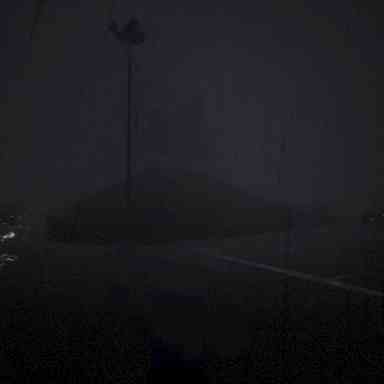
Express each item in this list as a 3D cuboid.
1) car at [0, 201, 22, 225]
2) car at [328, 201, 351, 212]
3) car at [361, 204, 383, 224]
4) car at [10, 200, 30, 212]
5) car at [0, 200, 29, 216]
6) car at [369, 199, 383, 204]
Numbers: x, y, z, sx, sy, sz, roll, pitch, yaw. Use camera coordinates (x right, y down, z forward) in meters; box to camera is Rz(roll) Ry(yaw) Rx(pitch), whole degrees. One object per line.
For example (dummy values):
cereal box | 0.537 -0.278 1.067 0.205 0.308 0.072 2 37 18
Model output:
car | -13.992 1.648 24.707 1.812 1.442 4.674 1 -1 -24
car | 23.056 2.136 52.362 2.097 1.767 4.553 1 -1 -1
car | 15.577 1.977 27.976 1.812 1.442 4.674 0 -1 37
car | -22.128 1.798 42.911 1.994 1.385 4.181 1 -1 -24
car | -18.095 1.743 33.875 1.994 1.385 4.181 1 -1 -24
car | 26.411 1.981 46.693 2.150 2.045 5.566 1 0 6
